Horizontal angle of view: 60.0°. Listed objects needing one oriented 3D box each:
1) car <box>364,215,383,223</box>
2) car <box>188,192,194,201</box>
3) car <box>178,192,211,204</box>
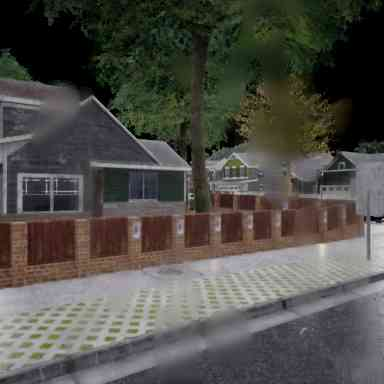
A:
[{"bbox_3d":[10.762,1.361,22.637,1.895,1.301,4.718,0,1,-32],"label":"car"},{"bbox_3d":[0.027,0.890,39.779,1.812,1.442,4.674,0,1,-32],"label":"car"},{"bbox_3d":[0.230,0.770,44.995,2.128,1.511,4.902,0,1,-32],"label":"car"}]
